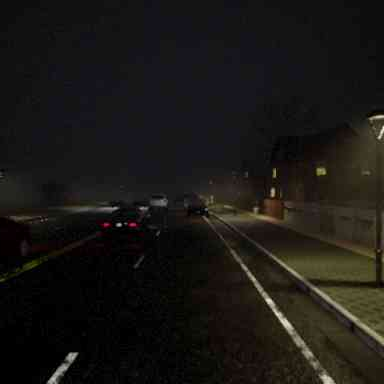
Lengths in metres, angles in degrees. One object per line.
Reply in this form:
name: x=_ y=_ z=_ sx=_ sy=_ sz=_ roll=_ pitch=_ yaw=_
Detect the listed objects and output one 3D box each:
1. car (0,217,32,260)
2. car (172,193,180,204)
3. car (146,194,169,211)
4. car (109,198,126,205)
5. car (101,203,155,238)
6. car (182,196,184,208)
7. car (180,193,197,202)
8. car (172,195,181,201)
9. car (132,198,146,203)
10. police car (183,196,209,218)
car: x=-6.684 y=1.477 z=9.951 sx=1.882 sy=1.535 sz=5.008 roll=0 pitch=0 yaw=-1
car: x=-2.297 y=1.236 z=64.191 sx=2.150 sy=2.045 sz=5.566 roll=0 pitch=0 yaw=-4
car: x=-4.178 y=1.221 z=41.814 sx=2.150 sy=2.045 sz=5.566 roll=0 pitch=0 yaw=-3
car: x=-11.328 y=1.614 z=50.732 sx=1.895 sy=1.301 sz=4.718 roll=0 pitch=0 yaw=-3
car: x=-3.364 y=1.544 z=17.671 sx=2.033 sy=1.411 sz=5.357 roll=0 pitch=0 yaw=-1
car: x=0.053 y=1.518 z=39.836 sx=1.812 sy=1.442 sz=4.674 roll=0 pitch=0 yaw=-3
car: x=-0.240 y=1.218 z=45.897 sx=2.150 sy=2.045 sz=5.566 roll=0 pitch=0 yaw=-3
car: x=-3.924 y=1.491 z=83.626 sx=1.994 sy=1.385 sz=4.181 roll=0 pitch=0 yaw=-6
car: x=-8.086 y=1.608 z=50.962 sx=1.895 sy=1.301 sz=4.718 roll=0 pitch=0 yaw=-3
police car: x=0.446 y=1.417 z=29.887 sx=1.930 sy=1.638 sz=5.238 roll=0 pitch=0 yaw=-2
